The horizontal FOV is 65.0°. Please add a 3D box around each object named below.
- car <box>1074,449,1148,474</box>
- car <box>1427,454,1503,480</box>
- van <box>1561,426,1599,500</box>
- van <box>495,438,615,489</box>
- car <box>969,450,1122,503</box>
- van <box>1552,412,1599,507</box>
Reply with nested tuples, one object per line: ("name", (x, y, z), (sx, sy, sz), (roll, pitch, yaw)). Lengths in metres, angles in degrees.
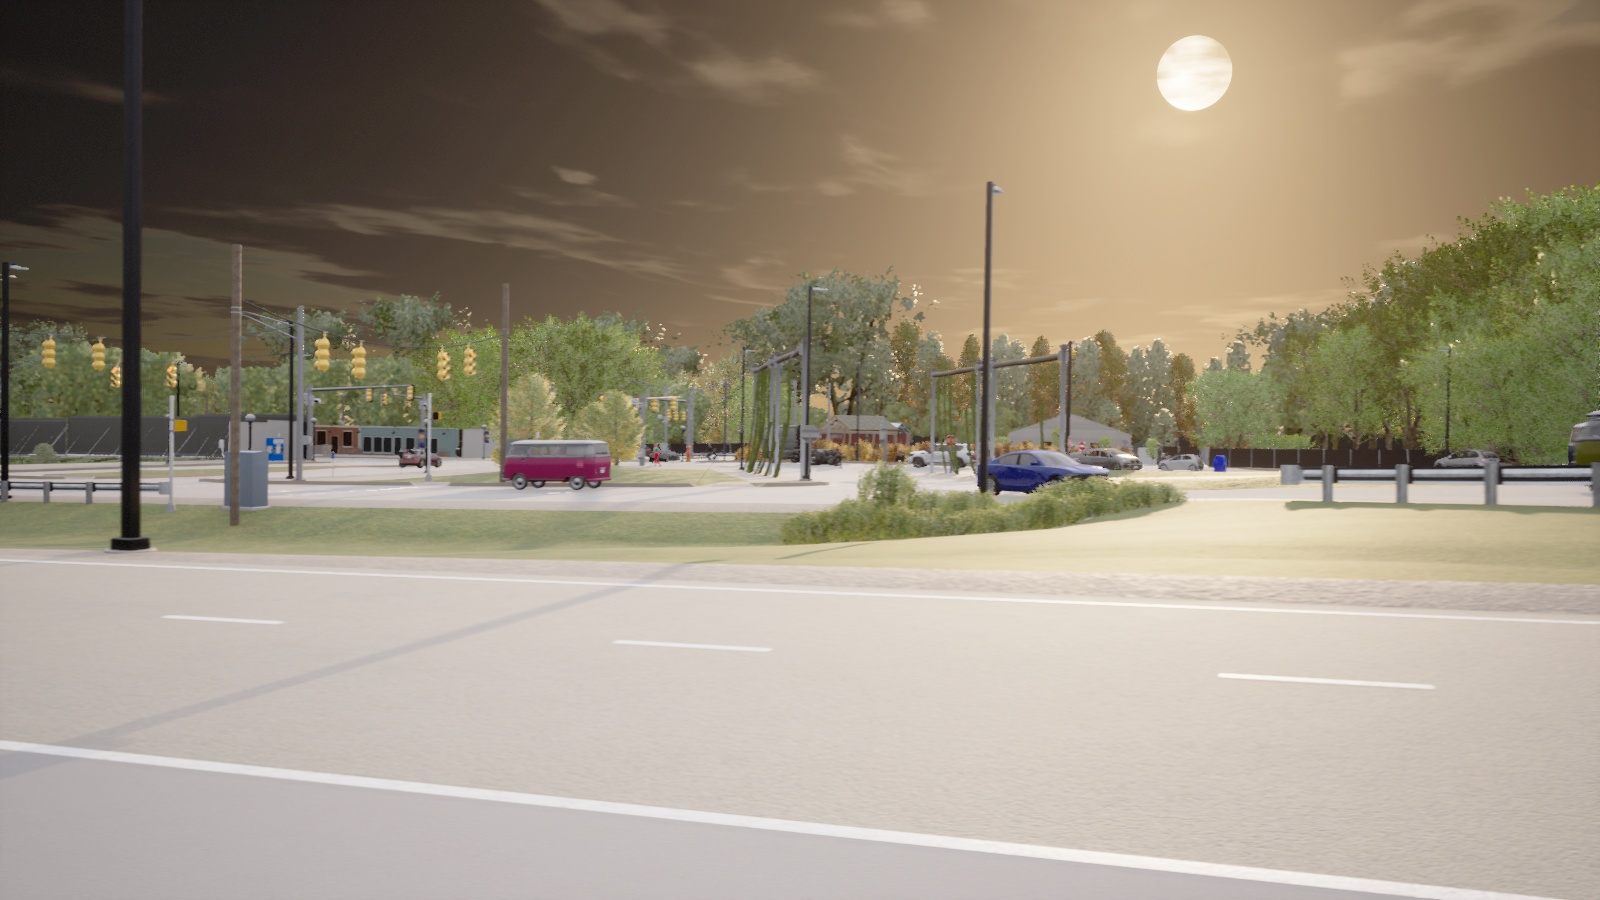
("car", (21.500, 0.802, 86.980), (2.242, 1.667, 4.611), (0, -1, -34))
("car", (42.403, 1.063, 80.157), (1.851, 1.617, 3.988), (1, -1, -23))
("van", (23.491, 0.301, 34.146), (4.442, 1.987, 1.775), (-2, 0, 19))
("van", (-9.867, 0.512, 50.668), (4.442, 1.987, 1.775), (0, 1, 18))
("car", (7.747, 0.797, 40.155), (1.882, 1.535, 5.008), (-1, 1, -32))
("van", (18.024, 0.197, 25.599), (1.775, 1.987, 4.442), (1, -2, -22))
